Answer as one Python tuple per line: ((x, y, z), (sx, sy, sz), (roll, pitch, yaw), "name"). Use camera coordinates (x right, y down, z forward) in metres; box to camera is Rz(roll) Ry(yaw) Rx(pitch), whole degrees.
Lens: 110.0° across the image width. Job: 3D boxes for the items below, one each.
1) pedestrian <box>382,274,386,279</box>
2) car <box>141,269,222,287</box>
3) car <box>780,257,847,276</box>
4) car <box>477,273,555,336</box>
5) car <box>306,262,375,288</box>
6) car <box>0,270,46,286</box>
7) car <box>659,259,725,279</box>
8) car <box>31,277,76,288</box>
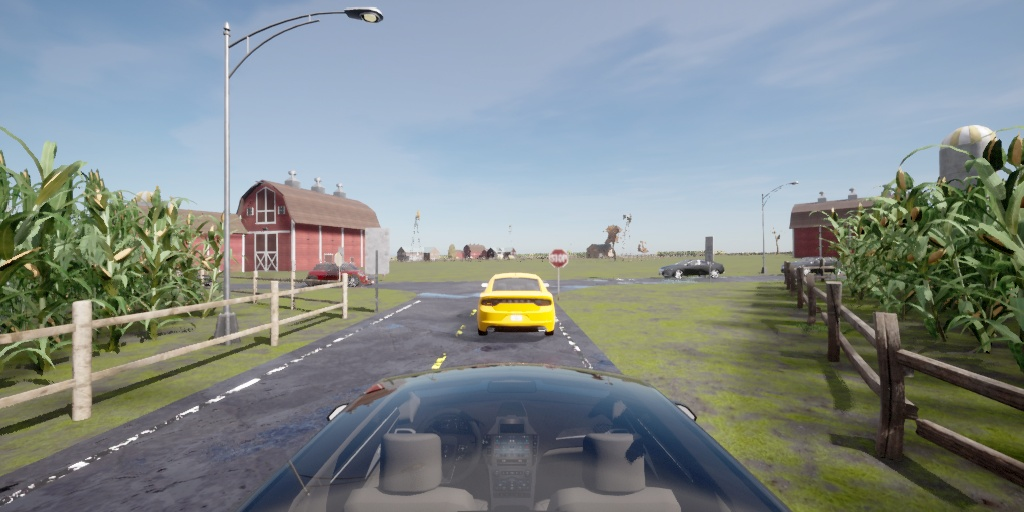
((-11.176, 1.621, 31.209), (0.500, 1.100, 0.500), (0, 0, 4), "pedestrian")
((-24.657, 1.673, 26.623), (5.357, 1.411, 2.033), (-1, -1, 7), "car")
((24.462, 0.820, 29.156), (4.902, 1.511, 2.128), (-1, 0, -7), "car")
((0.103, 1.229, 10.470), (1.882, 1.535, 5.008), (0, 0, 0), "car")
((-11.849, 1.263, 25.150), (4.553, 1.767, 2.097), (-1, -1, 9), "car")
((-46.689, 2.049, 33.731), (4.674, 1.442, 1.812), (-1, -1, 15), "car")
((14.090, 0.998, 28.245), (4.902, 1.511, 2.128), (-1, 0, -4), "car")
((-35.847, 1.789, 28.427), (5.008, 1.535, 1.882), (-1, -1, 11), "car")
